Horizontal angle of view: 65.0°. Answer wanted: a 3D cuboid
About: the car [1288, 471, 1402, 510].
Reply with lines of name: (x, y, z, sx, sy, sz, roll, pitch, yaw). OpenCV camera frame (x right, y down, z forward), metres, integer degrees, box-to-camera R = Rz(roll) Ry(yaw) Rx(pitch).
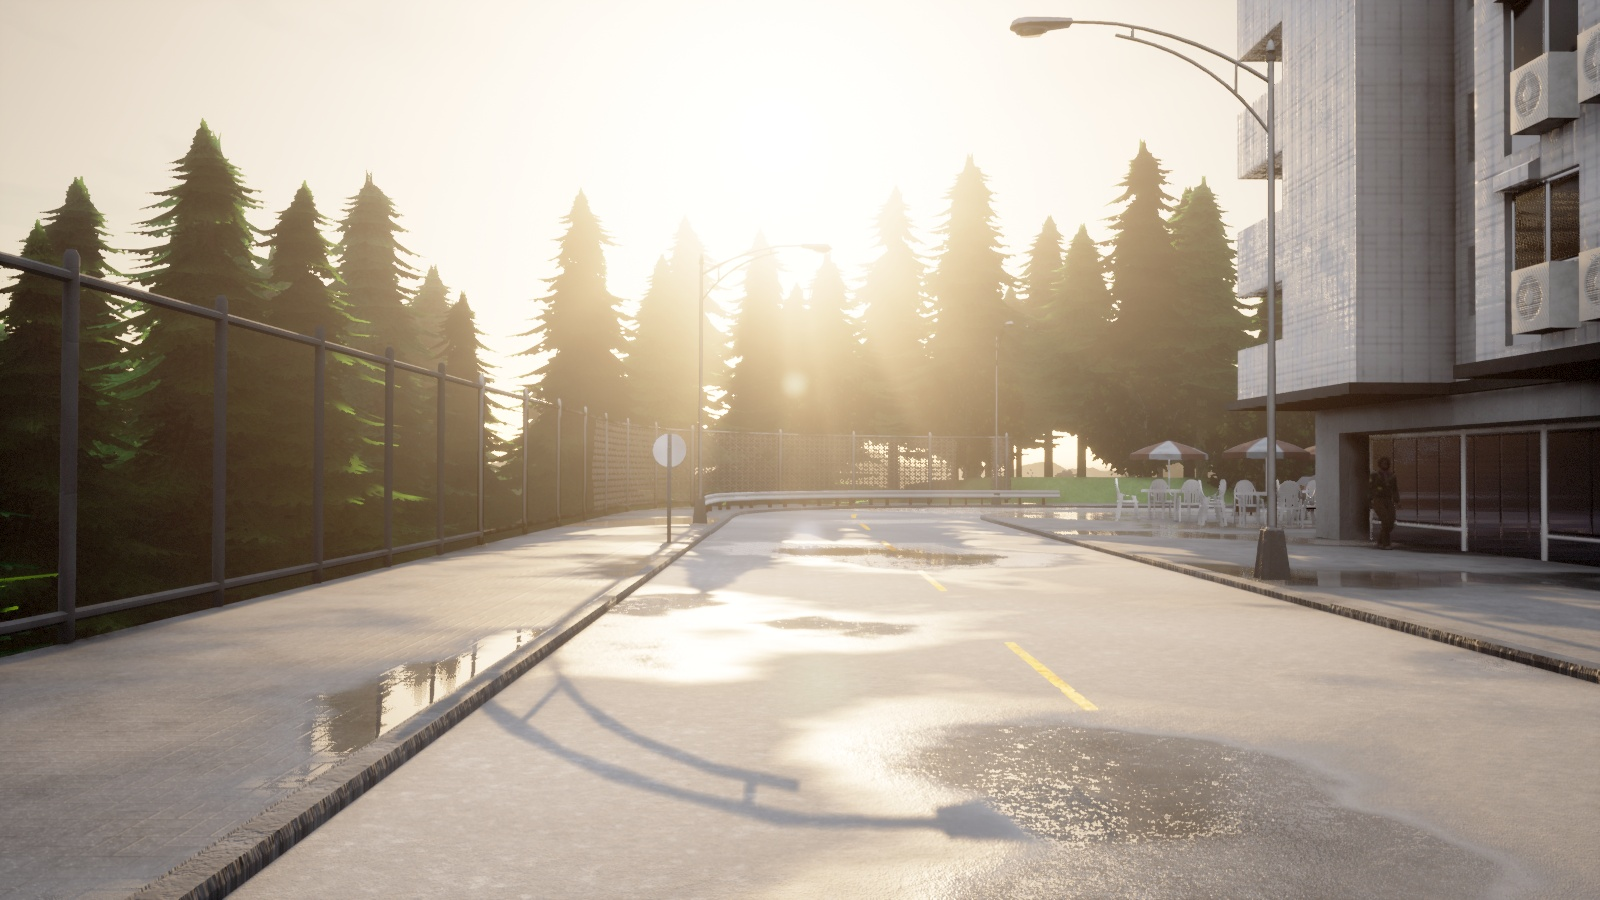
car: (21.236, 1.565, 49.049, 3.633, 1.501, 1.845, 0, -1, 0)

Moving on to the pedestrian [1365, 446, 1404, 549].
pedestrian: (11.173, 0.899, 24.028, 0.395, 1.930, 0.692, 0, -1, 0)
